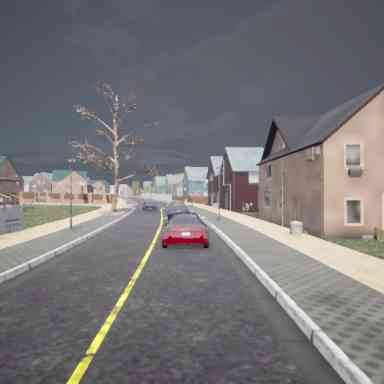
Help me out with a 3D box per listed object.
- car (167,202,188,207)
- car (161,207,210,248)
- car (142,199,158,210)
[{"bbox_3d":[-1.284,1.578,29.748,1.994,1.385,4.181,0,0,-5],"label":"car"},{"bbox_3d":[-0.321,1.574,14.720,1.994,1.385,4.181,0,0,-2],"label":"car"},{"bbox_3d":[-5.366,1.606,42.421,2.033,1.411,5.357,0,0,-7],"label":"car"}]
